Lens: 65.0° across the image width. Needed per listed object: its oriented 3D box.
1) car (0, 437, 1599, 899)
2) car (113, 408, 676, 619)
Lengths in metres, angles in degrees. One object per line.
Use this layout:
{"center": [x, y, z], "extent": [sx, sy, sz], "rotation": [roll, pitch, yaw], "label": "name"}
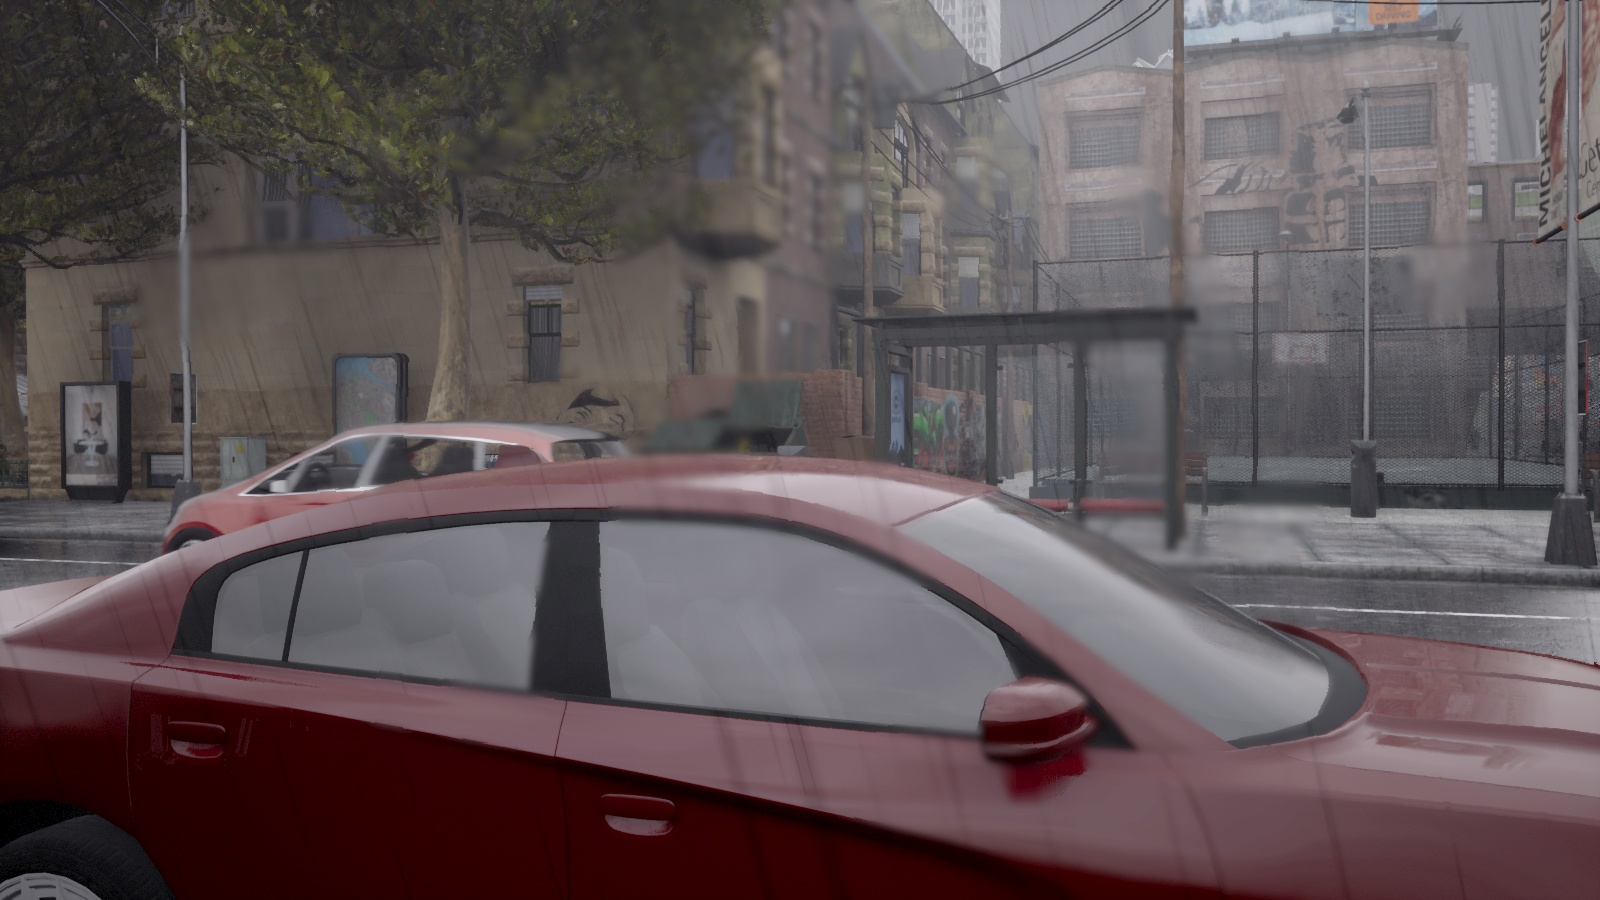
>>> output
{"center": [0.026, 0.754, 3.152], "extent": [5.008, 1.535, 1.882], "rotation": [1, 1, 18], "label": "car"}
{"center": [-3.741, 0.468, 11.769], "extent": [4.611, 1.667, 2.242], "rotation": [1, 1, 20], "label": "car"}
